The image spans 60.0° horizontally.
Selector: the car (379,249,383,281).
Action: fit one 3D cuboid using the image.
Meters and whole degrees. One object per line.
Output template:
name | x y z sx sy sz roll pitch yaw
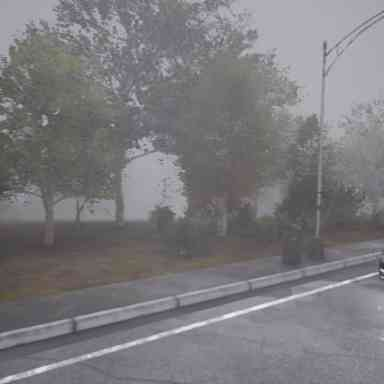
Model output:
car | 6.591 1.495 8.373 4.902 1.511 2.128 0 0 -35
